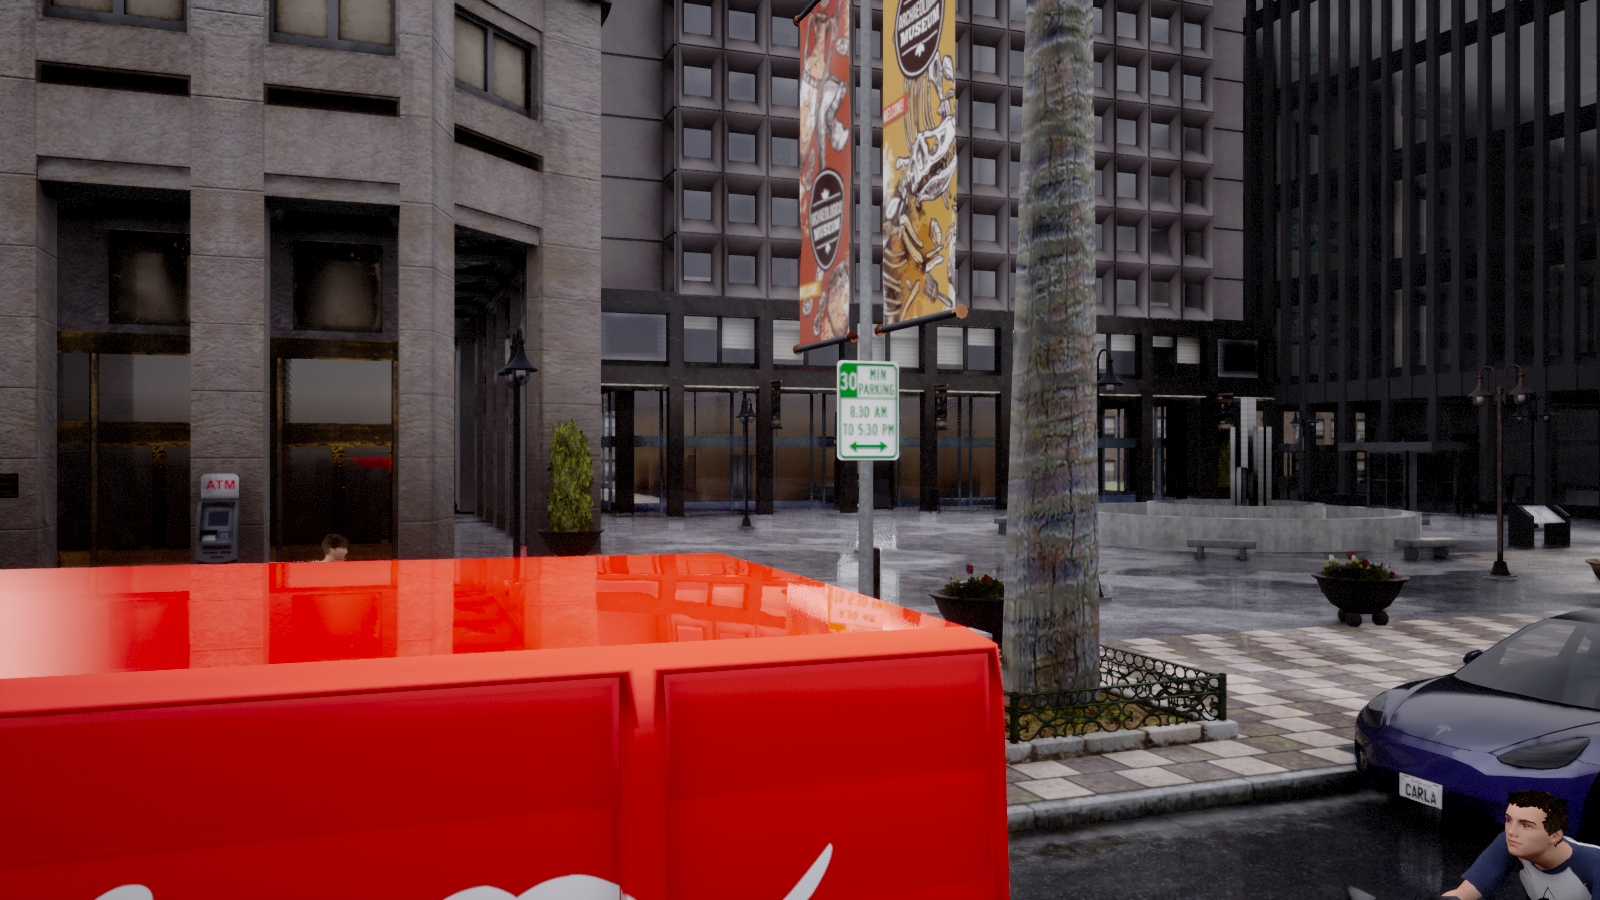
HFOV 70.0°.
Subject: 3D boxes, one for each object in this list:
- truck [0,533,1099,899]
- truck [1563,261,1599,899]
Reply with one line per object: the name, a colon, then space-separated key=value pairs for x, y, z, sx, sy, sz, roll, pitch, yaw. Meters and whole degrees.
truck: x=-2.337 y=1.568 z=2.464 sx=5.204 sy=2.467 sz=2.627 roll=0 pitch=0 yaw=-20
truck: x=8.736 y=0.895 z=6.469 sx=8.468 sy=3.827 sz=2.891 roll=0 pitch=0 yaw=-20
